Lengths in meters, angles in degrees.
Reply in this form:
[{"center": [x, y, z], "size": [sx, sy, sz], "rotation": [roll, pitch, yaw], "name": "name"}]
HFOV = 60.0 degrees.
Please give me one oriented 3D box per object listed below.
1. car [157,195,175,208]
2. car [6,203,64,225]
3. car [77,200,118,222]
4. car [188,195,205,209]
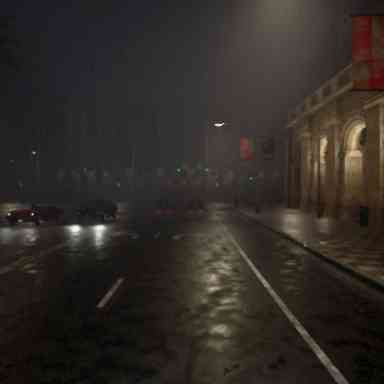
[{"center": [-3.107, 1.145, 40.280], "size": [2.128, 1.511, 4.902], "rotation": [0, 1, 0], "name": "car"}, {"center": [-10.364, 1.411, 22.326], "size": [1.895, 1.301, 4.718], "rotation": [0, 0, 1], "name": "car"}, {"center": [-6.841, 1.304, 24.437], "size": [1.882, 1.535, 5.008], "rotation": [0, 0, 1], "name": "car"}, {"center": [0.487, 1.147, 39.812], "size": [2.128, 1.511, 4.902], "rotation": [0, 1, 3], "name": "car"}]
